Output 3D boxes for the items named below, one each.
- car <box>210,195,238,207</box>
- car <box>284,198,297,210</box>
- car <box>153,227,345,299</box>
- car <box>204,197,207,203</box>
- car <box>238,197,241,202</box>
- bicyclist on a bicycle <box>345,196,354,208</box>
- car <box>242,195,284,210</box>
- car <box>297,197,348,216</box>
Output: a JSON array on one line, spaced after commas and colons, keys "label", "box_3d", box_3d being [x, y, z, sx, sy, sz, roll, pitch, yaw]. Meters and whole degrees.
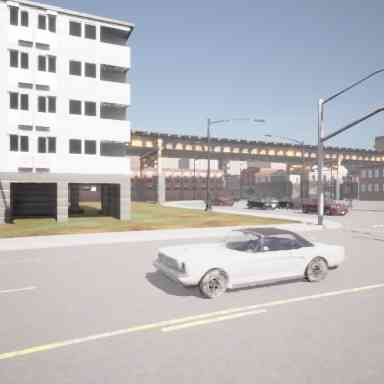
[{"label": "car", "box_3d": [4.745, 1.478, 51.755, 1.882, 1.535, 5.008, 0, 0, -19]}, {"label": "car", "box_3d": [12.319, 1.491, 43.539, 2.128, 1.511, 4.902, 0, 0, -25]}, {"label": "car", "box_3d": [1.471, 1.601, 8.407, 4.718, 1.301, 1.895, 0, 0, -25]}, {"label": "car", "box_3d": [3.660, 1.520, 67.300, 1.837, 1.490, 4.892, 0, 0, 15]}, {"label": "car", "box_3d": [8.971, 1.523, 71.194, 2.128, 1.511, 4.902, 0, 0, 31]}, {"label": "bicyclist on a bicycle", "box_3d": [20.487, 1.303, 43.306, 1.656, 1.620, 0.582, 0, 0, -25]}, {"label": "car", "box_3d": [8.861, 1.492, 42.292, 2.128, 1.511, 4.902, 0, 0, -25]}, {"label": "car", "box_3d": [13.153, 1.352, 33.082, 2.097, 1.767, 4.553, 0, 0, -25]}]
